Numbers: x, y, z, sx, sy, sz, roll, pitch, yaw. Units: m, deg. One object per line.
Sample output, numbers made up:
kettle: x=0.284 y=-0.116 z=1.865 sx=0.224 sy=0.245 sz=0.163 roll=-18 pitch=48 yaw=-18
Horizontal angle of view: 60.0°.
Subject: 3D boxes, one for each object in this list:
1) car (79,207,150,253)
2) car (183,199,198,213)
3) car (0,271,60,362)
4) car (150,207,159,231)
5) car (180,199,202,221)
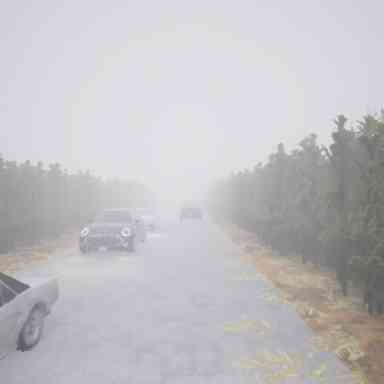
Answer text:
car: x=-3.290 y=1.531 z=14.507 sx=2.097 sy=1.767 sz=4.553 roll=0 pitch=0 yaw=0
car: x=-0.197 y=1.702 z=41.647 sx=1.837 sy=1.490 sz=4.892 roll=0 pitch=0 yaw=-1
car: x=-3.217 y=1.651 z=3.567 sx=1.895 sy=1.301 sz=4.718 roll=0 pitch=-1 yaw=0
car: x=-3.253 y=1.761 z=22.428 sx=1.812 sy=1.442 sz=4.674 roll=0 pitch=0 yaw=0
car: x=-0.108 y=1.713 z=30.115 sx=1.882 sy=1.535 sz=5.008 roll=0 pitch=0 yaw=0
